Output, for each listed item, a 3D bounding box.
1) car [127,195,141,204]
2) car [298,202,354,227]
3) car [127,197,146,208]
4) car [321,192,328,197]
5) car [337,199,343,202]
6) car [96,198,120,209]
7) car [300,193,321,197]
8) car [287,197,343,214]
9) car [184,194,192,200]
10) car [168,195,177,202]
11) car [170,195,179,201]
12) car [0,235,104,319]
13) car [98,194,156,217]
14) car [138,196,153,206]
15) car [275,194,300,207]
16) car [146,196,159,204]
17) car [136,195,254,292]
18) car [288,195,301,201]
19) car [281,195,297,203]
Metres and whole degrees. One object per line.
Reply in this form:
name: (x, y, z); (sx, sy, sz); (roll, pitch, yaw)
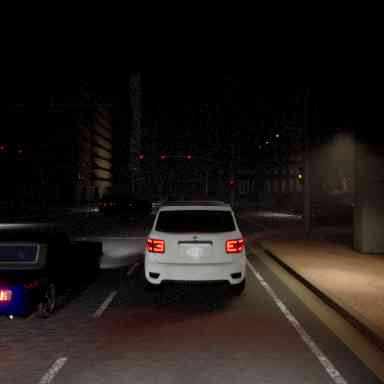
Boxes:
car: (-11.420, 1.478, 65.740); (1.882, 1.535, 5.008); (0, 0, 0)
car: (10.244, 1.547, 22.177); (5.357, 1.411, 2.033); (0, 0, 0)
car: (-7.906, 1.478, 47.761); (1.882, 1.535, 5.008); (0, 0, 0)
car: (30.159, 1.153, 79.658); (1.932, 1.855, 4.605); (0, 0, 0)
car: (15.453, 1.564, 29.314); (4.181, 1.385, 1.994); (0, 0, 1)
car: (-11.401, 1.547, 45.662); (2.033, 1.411, 5.357); (0, 0, 0)
car: (16.136, 1.156, 47.027); (1.905, 1.878, 3.866); (0, 0, 0)
car: (12.298, 1.505, 32.849); (4.892, 1.490, 1.837); (0, 0, 0)
car: (-0.979, 1.304, 85.781); (1.882, 1.535, 5.008); (0, 0, 0)
car: (-4.433, 1.500, 75.723); (1.837, 1.490, 4.892); (0, 0, 0)
car: (-4.474, 1.553, 84.583); (1.994, 1.385, 4.181); (0, 0, 0)
car: (-3.419, 1.601, 7.304); (1.895, 1.301, 4.718); (0, 0, 1)
car: (-6.215, 1.222, 31.690); (2.150, 2.045, 5.566); (1, 1, 35)
car: (-7.935, 1.505, 57.032); (1.837, 1.490, 4.892); (0, 0, 0)
car: (13.242, 1.153, 47.078); (1.932, 1.855, 4.605); (0, 0, 0)
car: (-7.911, 1.547, 67.642); (2.033, 1.411, 5.357); (0, 0, 0)
car: (0.094, 1.221, 9.055); (2.150, 2.045, 5.566); (0, 0, 1)
car: (24.580, 1.395, 79.603); (1.970, 1.475, 3.806); (0, 0, 0)
car: (18.826, 1.395, 64.496); (1.970, 1.475, 3.806); (0, 0, 0)
